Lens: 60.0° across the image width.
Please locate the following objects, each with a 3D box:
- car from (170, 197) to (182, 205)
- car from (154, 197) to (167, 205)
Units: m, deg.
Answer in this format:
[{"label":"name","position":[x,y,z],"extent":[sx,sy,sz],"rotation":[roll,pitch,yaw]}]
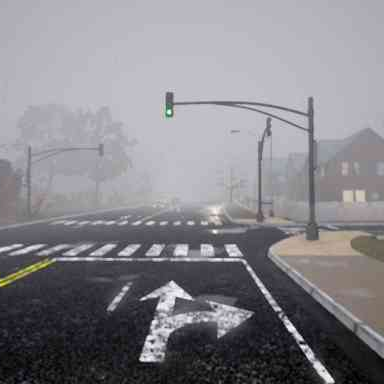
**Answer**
[{"label":"car","position":[-3.184,1.846,67.594],"extent":[1.812,1.442,4.674],"rotation":[0,0,5]},{"label":"car","position":[-6.419,1.809,67.908],"extent":[1.882,1.535,5.008],"rotation":[0,0,5]}]
